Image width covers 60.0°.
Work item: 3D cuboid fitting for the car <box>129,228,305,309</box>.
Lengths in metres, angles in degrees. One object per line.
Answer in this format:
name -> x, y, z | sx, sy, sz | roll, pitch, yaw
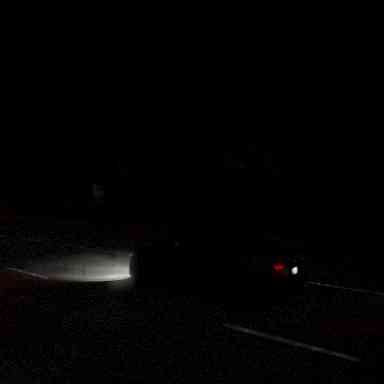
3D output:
car -> 0.461, 1.564, 7.933 | 4.181, 1.385, 1.994 | 0, 0, 36
